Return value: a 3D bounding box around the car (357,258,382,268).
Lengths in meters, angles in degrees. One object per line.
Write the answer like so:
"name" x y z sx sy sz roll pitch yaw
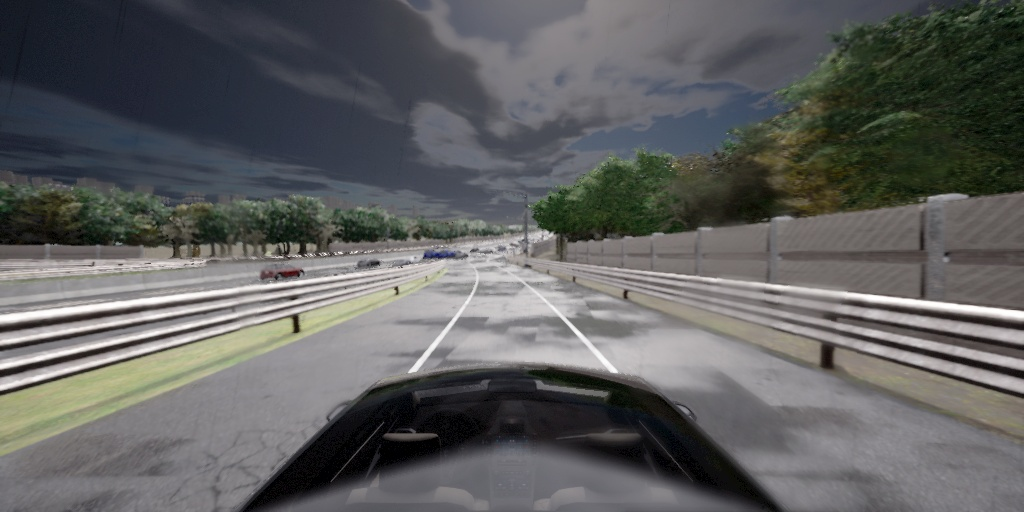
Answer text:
"car" -22.145 1.034 56.022 2.128 1.511 4.902 0 3 10

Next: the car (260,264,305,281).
"car" -25.144 1.615 39.474 2.097 1.767 4.553 0 3 10

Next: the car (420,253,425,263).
"car" -17.401 0.719 62.489 1.812 1.442 4.674 0 3 10

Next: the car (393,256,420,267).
"car" -15.683 1.242 52.442 1.994 1.385 4.181 0 3 10
